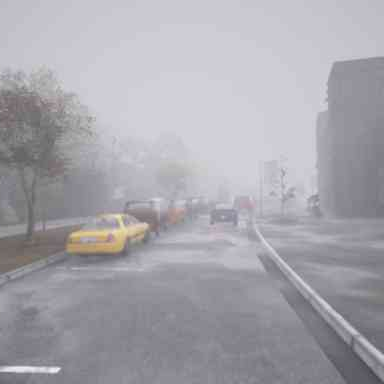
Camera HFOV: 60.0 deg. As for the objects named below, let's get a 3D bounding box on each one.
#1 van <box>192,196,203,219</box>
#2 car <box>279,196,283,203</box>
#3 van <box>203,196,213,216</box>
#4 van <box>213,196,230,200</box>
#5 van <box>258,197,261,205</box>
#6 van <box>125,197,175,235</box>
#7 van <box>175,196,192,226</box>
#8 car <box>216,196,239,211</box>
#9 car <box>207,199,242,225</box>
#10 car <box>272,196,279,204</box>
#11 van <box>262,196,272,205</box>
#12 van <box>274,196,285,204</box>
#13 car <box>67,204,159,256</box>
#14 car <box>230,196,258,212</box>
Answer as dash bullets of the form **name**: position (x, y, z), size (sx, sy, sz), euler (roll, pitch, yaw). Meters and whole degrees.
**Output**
- **van**: position (-0.552, 1.414, 29.731), size (1.878, 1.987, 4.442), euler (-2, 0, 11)
- **car**: position (21.556, 2.308, 86.426), size (2.231, 1.521, 4.892), euler (-2, 0, 25)
- **van**: position (0.649, 1.472, 35.180), size (1.878, 1.987, 4.442), euler (-2, 0, 12)
- **van**: position (3.707, 1.609, 45.939), size (1.878, 1.987, 4.442), euler (-2, 0, 16)
- **van**: position (11.940, 1.872, 66.670), size (1.878, 1.987, 4.442), euler (-2, 0, 24)
- **van**: position (-2.412, 1.323, 18.703), size (1.878, 1.987, 4.442), euler (-2, 0, 5)
- **van**: position (-1.577, 1.365, 24.234), size (1.878, 1.987, 4.442), euler (-2, 0, 10)
- **car**: position (5.497, 1.656, 51.142), size (2.435, 2.045, 5.566), euler (-2, 0, 18)
- **car**: position (2.563, 1.580, 25.309), size (1.882, 1.535, 5.008), euler (0, -1, 10)
- **car**: position (19.110, 2.287, 81.488), size (2.163, 1.488, 4.792), euler (-2, 0, 25)
- **van**: position (16.219, 1.970, 75.655), size (1.878, 1.987, 4.442), euler (-2, 0, 24)
- **van**: position (24.081, 2.157, 91.522), size (1.878, 1.987, 4.442), euler (-1, -1, 29)
- **car**: position (-3.009, 1.512, 13.216), size (1.946, 1.575, 5.366), euler (-2, 0, 7)
- **car**: position (6.701, 1.501, 42.483), size (2.150, 2.045, 5.566), euler (-1, -1, 17)
